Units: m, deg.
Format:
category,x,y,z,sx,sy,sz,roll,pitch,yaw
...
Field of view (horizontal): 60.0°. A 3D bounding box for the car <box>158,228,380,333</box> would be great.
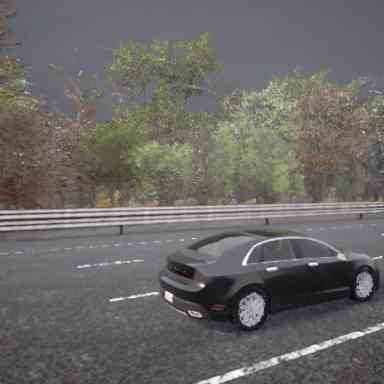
category,x,y,z,sx,sy,sz,roll,pitch,yaw
car,1.730,1.508,6.745,4.892,1.490,1.837,0,0,-29
